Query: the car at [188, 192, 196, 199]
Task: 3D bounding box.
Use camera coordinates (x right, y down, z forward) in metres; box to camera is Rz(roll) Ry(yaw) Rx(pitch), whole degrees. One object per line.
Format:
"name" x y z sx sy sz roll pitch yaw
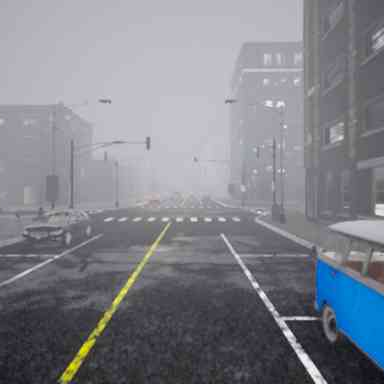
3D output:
"car" -0.004 0.933 80.514 1.812 1.442 4.674 0 0 0

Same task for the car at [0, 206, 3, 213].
"car" -19.301 1.398 29.726 4.507 1.381 1.887 0 0 1

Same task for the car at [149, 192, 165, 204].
"car" -5.756 1.165 52.427 1.887 1.381 4.507 1 0 0

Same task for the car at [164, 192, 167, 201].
"car" -5.680 1.123 58.109 1.887 1.381 4.507 1 0 0

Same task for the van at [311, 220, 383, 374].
"van" 2.708 1.314 3.650 1.690 1.788 3.998 1 0 0

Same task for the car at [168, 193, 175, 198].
"car" -5.682 0.914 92.229 1.802 1.307 4.206 1 0 0

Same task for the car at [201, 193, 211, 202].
"car" 2.702 0.977 63.857 1.967 1.590 4.097 1 0 0

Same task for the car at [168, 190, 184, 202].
"car" -3.020 0.757 63.813 2.150 2.045 5.566 0 1 0

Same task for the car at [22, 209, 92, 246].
"car" -5.678 1.446 14.473 2.008 1.369 4.403 1 0 0

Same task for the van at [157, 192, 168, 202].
"van" -5.676 0.878 63.795 1.690 1.788 3.998 1 0 0

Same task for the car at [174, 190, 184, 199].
"car" -3.005 0.647 79.639 2.150 2.045 5.566 0 0 0

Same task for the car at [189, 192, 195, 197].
"car" -0.005 0.677 90.522 1.837 1.490 4.892 0 0 0
